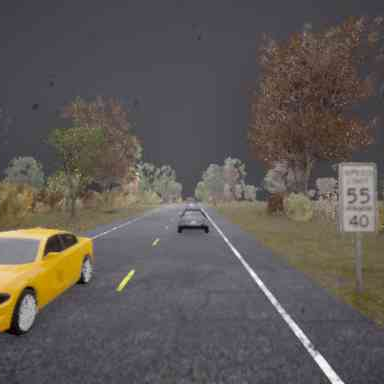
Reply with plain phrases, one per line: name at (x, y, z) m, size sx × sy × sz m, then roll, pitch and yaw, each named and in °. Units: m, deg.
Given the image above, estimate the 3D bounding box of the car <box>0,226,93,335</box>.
car at (-3.599, 1.554, 7.038) m, size 1.882 × 1.535 × 5.008 m, roll 0°, pitch -1°, yaw 0°

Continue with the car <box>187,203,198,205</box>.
car at (0.087, 2.050, 41.165) m, size 2.033 × 1.411 × 5.357 m, roll 0°, pitch -1°, yaw 0°

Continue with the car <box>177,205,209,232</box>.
car at (0.081, 1.814, 21.961) m, size 1.994 × 1.385 × 4.181 m, roll 0°, pitch -1°, yaw 0°
